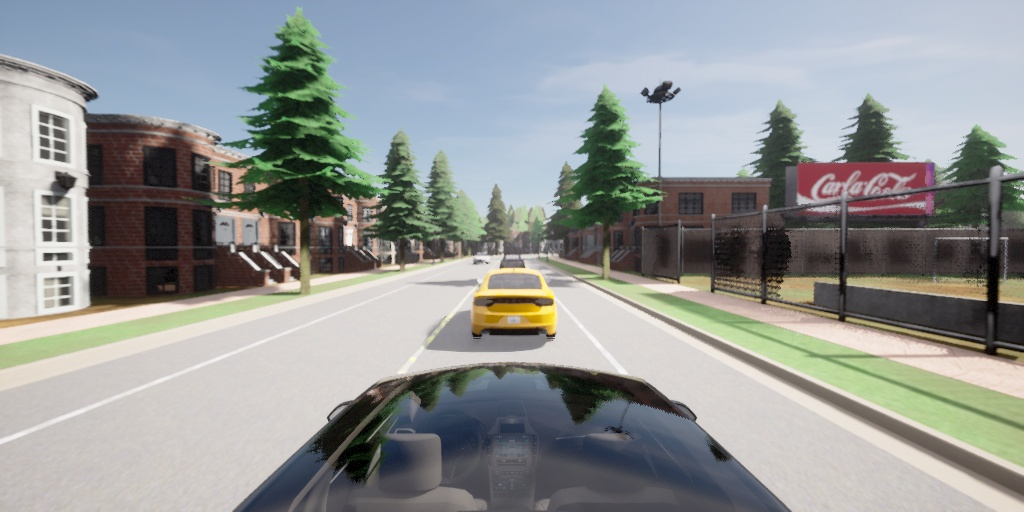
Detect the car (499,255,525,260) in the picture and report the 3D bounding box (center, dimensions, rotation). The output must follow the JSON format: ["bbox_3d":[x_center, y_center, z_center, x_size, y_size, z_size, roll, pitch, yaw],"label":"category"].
[{"bbox_3d":[0.024,0.622,28.292,2.128,1.511,4.902,0,1,0],"label":"car"}]

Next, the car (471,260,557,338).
[{"bbox_3d":[0.050,1.044,9.568,1.882,1.535,5.008,0,2,0],"label":"car"}]

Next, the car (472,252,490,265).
[{"bbox_3d":[-3.686,0.291,43.983,1.812,1.442,4.674,0,1,0],"label":"car"}]
